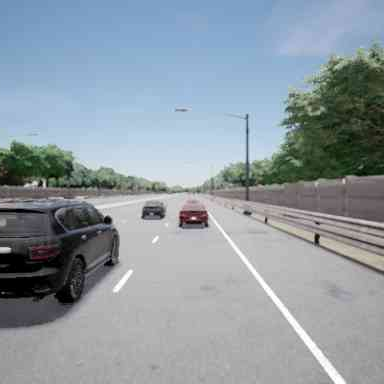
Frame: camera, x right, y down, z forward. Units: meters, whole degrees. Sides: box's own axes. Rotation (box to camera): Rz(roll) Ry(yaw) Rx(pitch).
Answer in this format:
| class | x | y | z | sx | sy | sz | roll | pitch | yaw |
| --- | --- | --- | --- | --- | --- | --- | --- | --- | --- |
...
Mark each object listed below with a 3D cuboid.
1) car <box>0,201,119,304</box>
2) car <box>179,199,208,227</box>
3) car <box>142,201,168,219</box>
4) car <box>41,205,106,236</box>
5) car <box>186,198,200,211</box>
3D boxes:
| class | x | y | z | sx | sy | sz | roll | pitch | yaw |
| --- | --- | --- | --- | --- | --- | --- | --- | --- | --- |
| car | -3.395 | 1.231 | 8.291 | 2.150 | 2.045 | 5.566 | 0 | 0 | 0 |
| car | 0.118 | 1.511 | 23.318 | 1.882 | 1.535 | 5.008 | 0 | 0 | 0 |
| car | -3.377 | 1.552 | 30.203 | 1.837 | 1.490 | 4.892 | 0 | 0 | 0 |
| car | -6.887 | 1.575 | 20.078 | 2.033 | 1.411 | 5.357 | 0 | 0 | 0 |
| car | 0.132 | 1.602 | 43.015 | 1.812 | 1.442 | 4.674 | 0 | 0 | 0 |
